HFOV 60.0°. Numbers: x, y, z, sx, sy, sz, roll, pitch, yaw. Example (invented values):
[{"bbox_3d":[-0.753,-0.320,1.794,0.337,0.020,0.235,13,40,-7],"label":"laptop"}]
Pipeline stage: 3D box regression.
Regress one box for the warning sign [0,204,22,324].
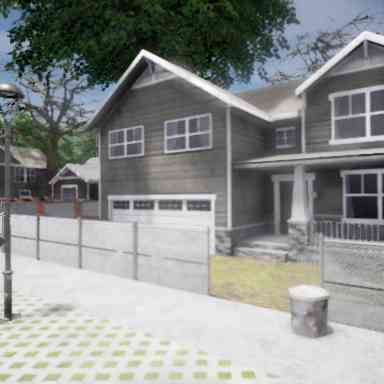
[{"bbox_3d":[-3.618,1.137,5.231,1.060,1.860,1.300,-1,0,35],"label":"warning sign"}]
